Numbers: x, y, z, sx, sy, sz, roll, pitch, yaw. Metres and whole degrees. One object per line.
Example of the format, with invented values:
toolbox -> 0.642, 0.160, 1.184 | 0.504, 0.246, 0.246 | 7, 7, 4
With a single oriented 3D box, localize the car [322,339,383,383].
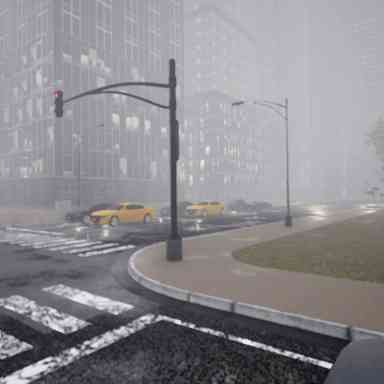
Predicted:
car -> 3.271, 1.548, 1.343 | 5.357, 1.411, 2.033 | 0, 0, 36

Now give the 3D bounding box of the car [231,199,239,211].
car -> 5.650, 1.636, 42.547 | 1.812, 1.442, 4.674 | -1, -1, 37

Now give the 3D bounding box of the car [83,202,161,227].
car -> -4.787, 1.517, 23.455 | 1.882, 1.535, 5.008 | -1, -1, 37

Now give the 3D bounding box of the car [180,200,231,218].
car -> 1.374, 1.530, 31.567 | 1.882, 1.535, 5.008 | -1, -1, 37

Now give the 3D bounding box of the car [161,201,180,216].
car -> -1.207, 1.623, 33.541 | 1.812, 1.442, 4.674 | -1, -1, 37

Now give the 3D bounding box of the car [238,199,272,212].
car -> 7.857, 1.665, 40.088 | 1.895, 1.301, 4.718 | -1, -1, 37

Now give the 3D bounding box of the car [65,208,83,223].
car -> -7.249, 1.563, 25.588 | 1.882, 1.535, 5.008 | -1, -1, 37
